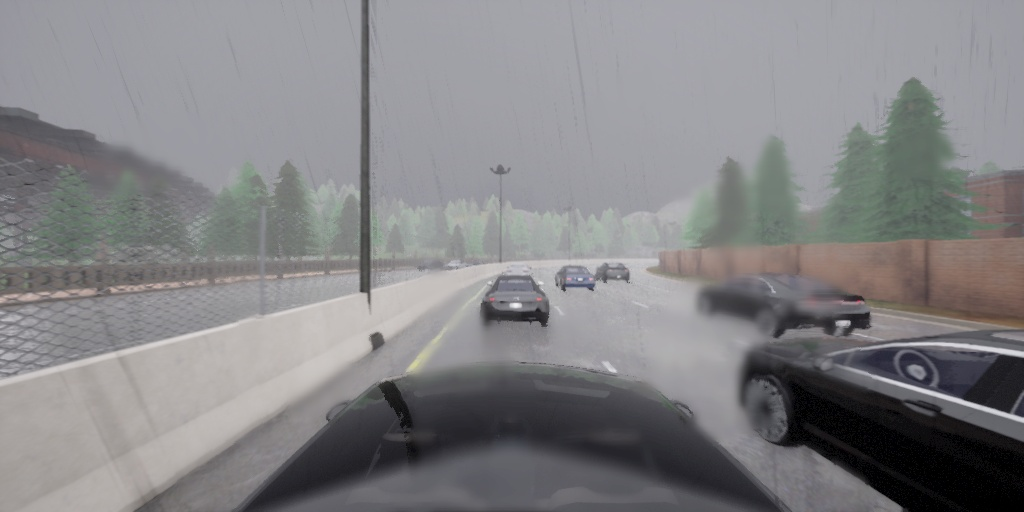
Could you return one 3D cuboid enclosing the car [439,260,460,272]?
[{"bbox_3d":[-7.155,1.232,46.044,1.812,1.442,4.674,0,0,15],"label":"car"}]

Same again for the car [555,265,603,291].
[{"bbox_3d":[3.679,1.278,21.547,2.033,1.411,5.357,0,0,1],"label":"car"}]

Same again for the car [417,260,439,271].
[{"bbox_3d":[-10.472,1.253,47.230,2.033,1.411,5.357,0,0,15],"label":"car"}]

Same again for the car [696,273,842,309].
[{"bbox_3d":[7.100,1.233,10.112,2.128,1.511,4.902,0,0,0],"label":"car"}]

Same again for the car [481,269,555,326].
[{"bbox_3d":[0.100,1.304,11.684,1.994,1.385,4.181,0,0,0],"label":"car"}]

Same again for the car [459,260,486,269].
[{"bbox_3d":[-4.277,1.310,43.246,1.895,1.301,4.718,0,0,13],"label":"car"}]

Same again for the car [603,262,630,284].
[{"bbox_3d":[7.505,1.216,26.970,2.128,1.511,4.902,0,0,4],"label":"car"}]

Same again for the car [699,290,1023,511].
[{"bbox_3d":[3.596,1.241,2.340,2.128,1.511,4.902,0,0,0],"label":"car"}]

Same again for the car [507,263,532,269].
[{"bbox_3d":[0.573,1.250,28.001,1.812,1.442,4.674,0,0,5],"label":"car"}]
